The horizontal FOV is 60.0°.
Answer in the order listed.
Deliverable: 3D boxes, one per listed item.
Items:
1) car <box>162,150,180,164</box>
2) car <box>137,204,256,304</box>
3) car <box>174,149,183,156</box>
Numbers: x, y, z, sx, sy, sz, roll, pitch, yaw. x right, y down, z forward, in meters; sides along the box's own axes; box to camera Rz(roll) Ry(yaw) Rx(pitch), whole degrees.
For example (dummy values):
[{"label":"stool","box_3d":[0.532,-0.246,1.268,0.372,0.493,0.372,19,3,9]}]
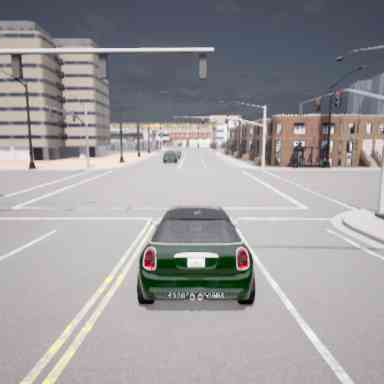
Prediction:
[{"label":"car","box_3d":[-3.520,-5.706,54.125,2.150,2.045,5.566,0,9,0]},{"label":"car","box_3d":[0.083,1.056,7.696,2.097,1.767,4.553,0,4,0]},{"label":"car","box_3d":[-3.414,-9.964,84.107,2.128,1.511,4.902,0,9,0]}]
